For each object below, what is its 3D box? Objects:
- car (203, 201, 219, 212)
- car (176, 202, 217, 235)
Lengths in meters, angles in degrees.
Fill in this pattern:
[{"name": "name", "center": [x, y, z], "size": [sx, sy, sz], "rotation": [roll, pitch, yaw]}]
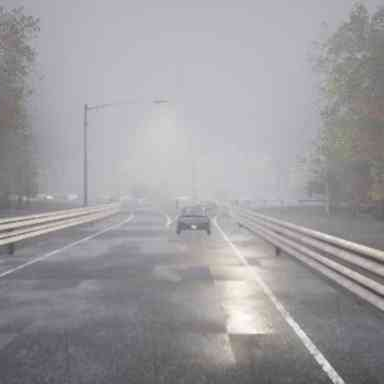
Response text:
[{"name": "car", "center": [2.082, 1.840, 41.470], "size": [2.033, 1.411, 5.357], "rotation": [0, -2, 16]}, {"name": "car", "center": [0.106, 1.599, 19.766], "size": [2.128, 1.511, 4.902], "rotation": [0, 0, 0]}]
